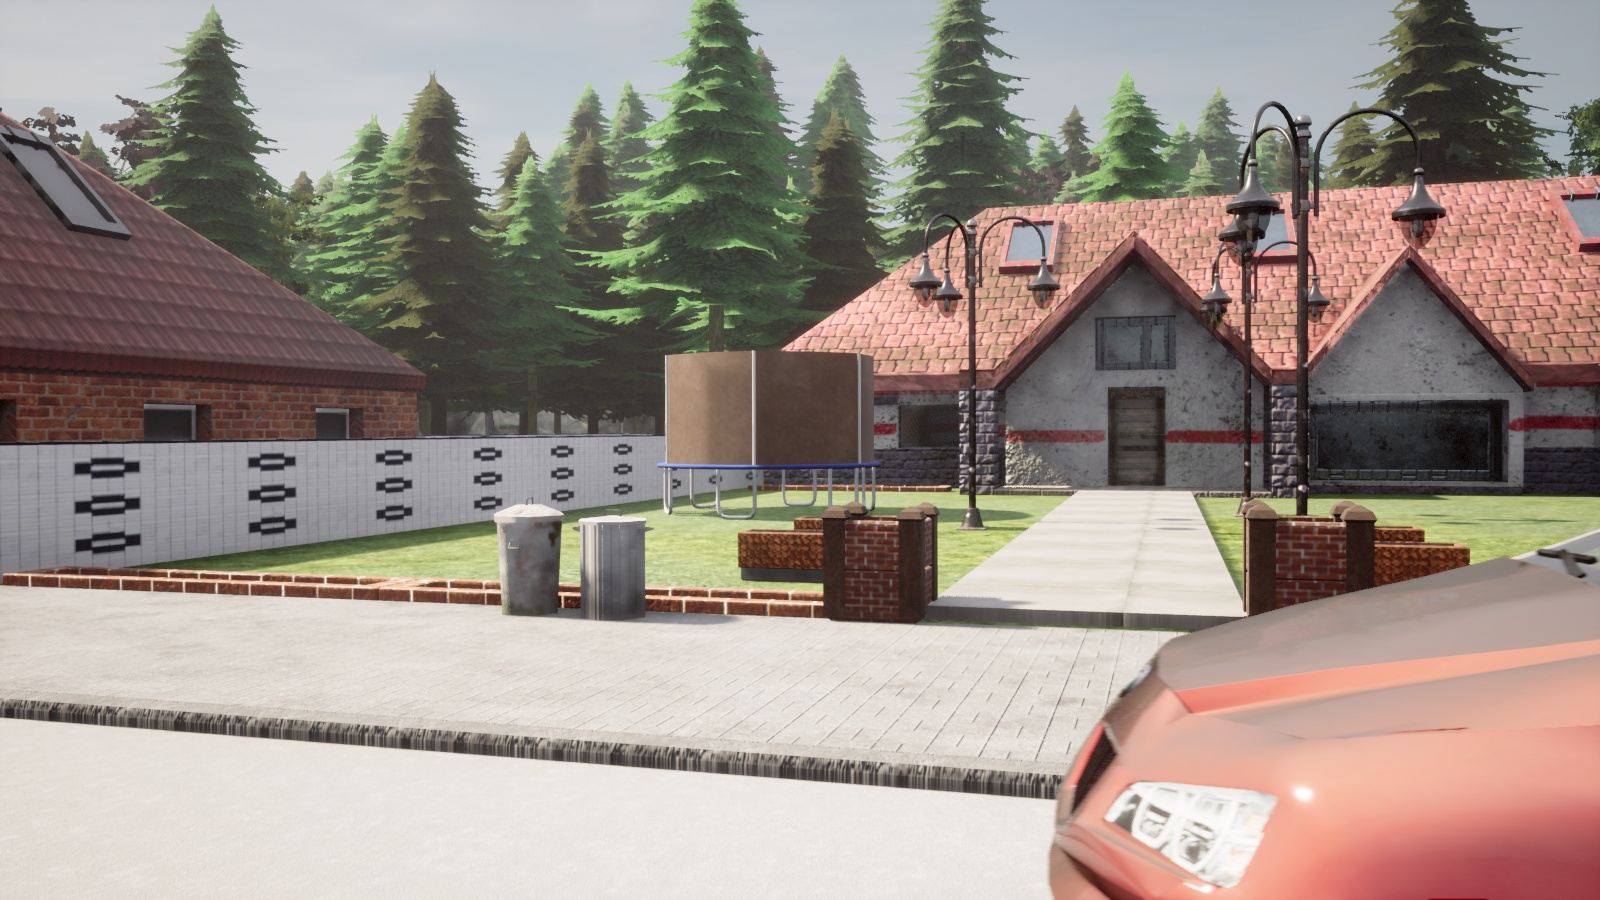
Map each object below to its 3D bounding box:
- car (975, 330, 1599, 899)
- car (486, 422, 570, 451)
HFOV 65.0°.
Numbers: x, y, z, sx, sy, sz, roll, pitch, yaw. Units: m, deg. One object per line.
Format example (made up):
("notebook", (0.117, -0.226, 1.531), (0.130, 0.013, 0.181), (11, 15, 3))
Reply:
("car", (2.848, 0.638, 2.710), (4.611, 1.667, 2.242), (0, 1, 16))
("car", (-19.655, -0.981, 90.809), (5.566, 2.045, 2.150), (0, 1, 16))
